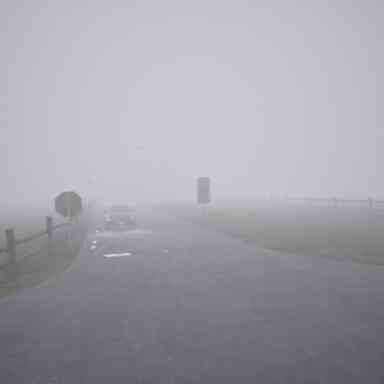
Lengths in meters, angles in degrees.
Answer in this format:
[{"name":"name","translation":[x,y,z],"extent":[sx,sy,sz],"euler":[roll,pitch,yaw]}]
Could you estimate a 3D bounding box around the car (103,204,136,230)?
[{"name":"car","translation":[-4.729,1.555,21.661],"extent":[1.812,1.442,4.674],"euler":[-2,1,-14]}]
